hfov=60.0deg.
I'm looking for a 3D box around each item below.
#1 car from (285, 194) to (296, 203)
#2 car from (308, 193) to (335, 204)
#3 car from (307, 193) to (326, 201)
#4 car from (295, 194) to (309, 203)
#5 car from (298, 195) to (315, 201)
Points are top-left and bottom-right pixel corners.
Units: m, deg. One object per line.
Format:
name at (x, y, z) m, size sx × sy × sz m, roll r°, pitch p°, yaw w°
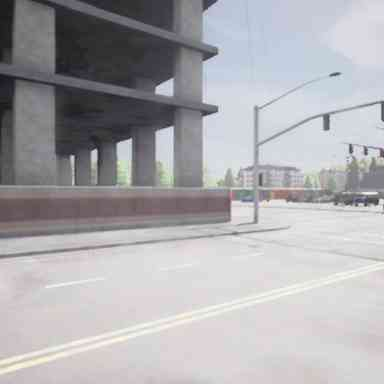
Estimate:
car at (20.419, 1.162, 65.250) m, size 4.605 × 1.855 × 1.932 m, roll 0°, pitch 0°, yaw -35°
car at (23.683, 1.405, 60.726) m, size 3.806 × 1.475 × 1.970 m, roll 0°, pitch 0°, yaw -35°
car at (29.503, 1.165, 78.484) m, size 4.605 × 1.855 × 1.932 m, roll 0°, pitch 0°, yaw -35°
car at (22.011, 1.373, 63.090) m, size 3.905 × 1.438 × 1.784 m, roll 0°, pitch 0°, yaw -35°
car at (27.882, 1.376, 80.885) m, size 3.905 × 1.438 × 1.784 m, roll 0°, pitch 0°, yaw -35°
